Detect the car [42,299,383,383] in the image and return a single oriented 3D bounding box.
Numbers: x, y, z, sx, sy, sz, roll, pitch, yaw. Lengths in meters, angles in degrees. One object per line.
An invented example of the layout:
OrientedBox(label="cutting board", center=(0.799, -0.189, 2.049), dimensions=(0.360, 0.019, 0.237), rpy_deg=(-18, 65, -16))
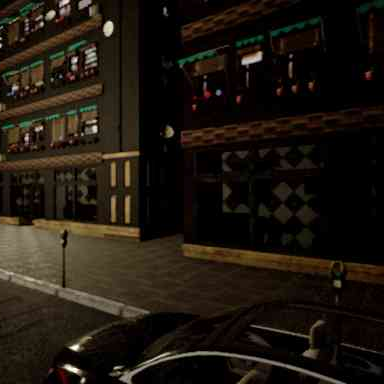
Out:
OrientedBox(label="car", center=(0.641, 1.549, 2.417), dimensions=(4.403, 1.369, 2.008), rpy_deg=(0, 0, 36))
